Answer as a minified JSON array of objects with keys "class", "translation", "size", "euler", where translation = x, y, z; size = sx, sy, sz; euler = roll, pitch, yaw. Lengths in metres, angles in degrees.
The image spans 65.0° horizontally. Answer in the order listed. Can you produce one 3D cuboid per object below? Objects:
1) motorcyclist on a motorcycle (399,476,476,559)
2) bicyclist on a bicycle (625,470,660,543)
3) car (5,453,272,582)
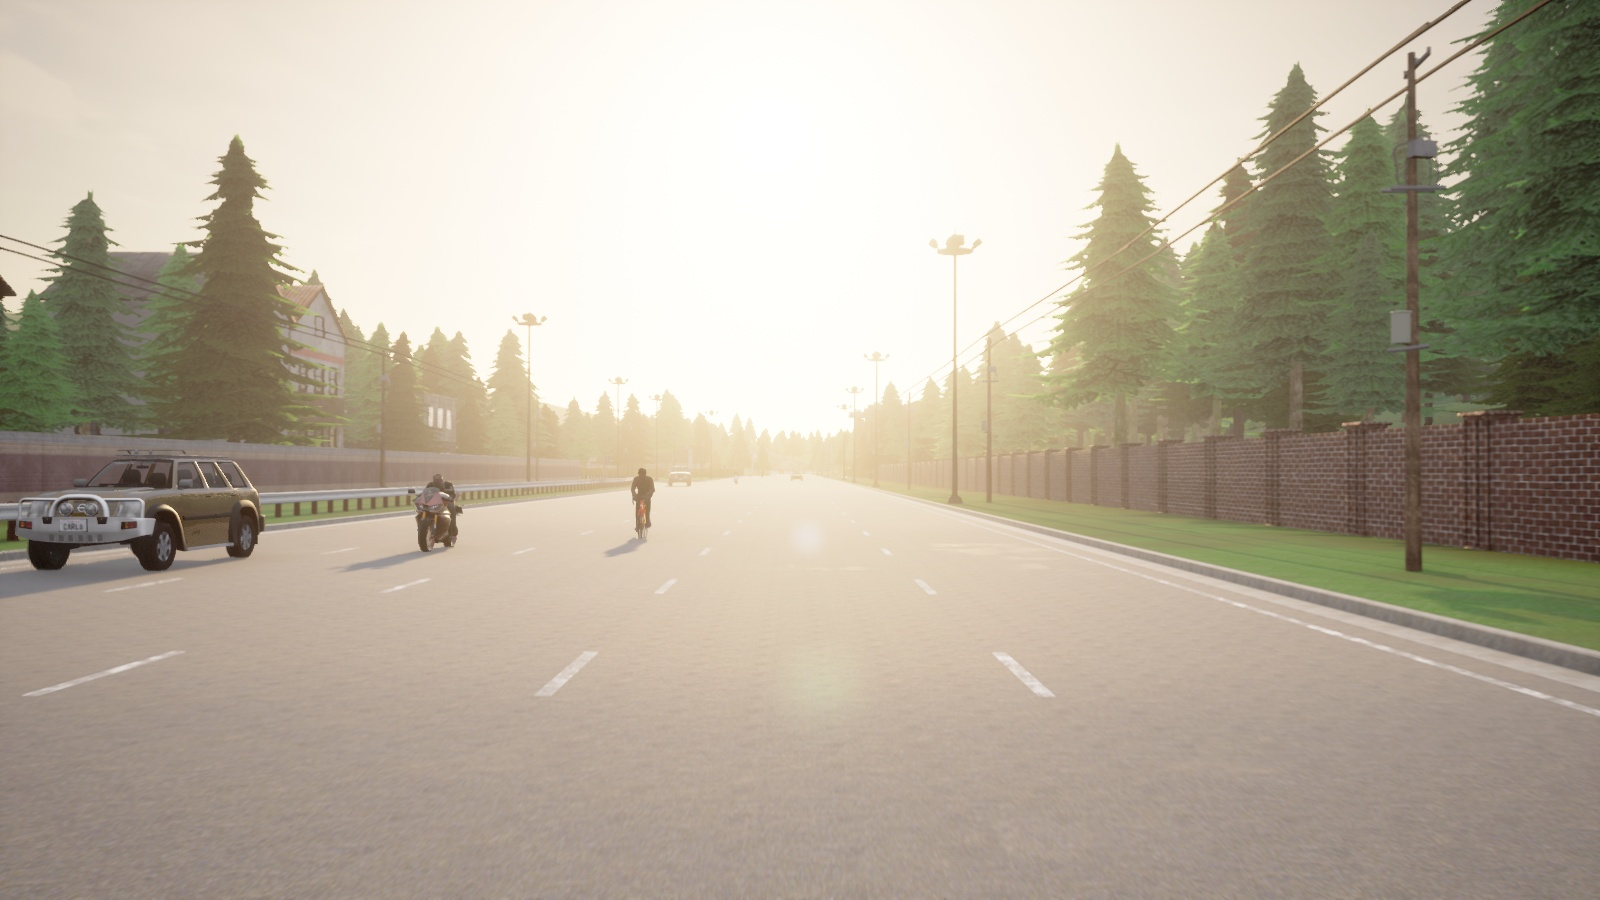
[{"class":"motorcyclist on a motorcycle","translation":[-7.059,1.289,24.564],"size":[0.866,1.530,2.191],"euler":[0,-1,0]},{"class":"bicyclist on a bicycle","translation":[-3.569,1.261,28.606],"size":[0.582,1.620,1.656],"euler":[0,-1,0]},{"class":"car","translation":[-10.550,1.017,20.494],"size":[1.932,1.855,4.605],"euler":[0,-1,0]}]
